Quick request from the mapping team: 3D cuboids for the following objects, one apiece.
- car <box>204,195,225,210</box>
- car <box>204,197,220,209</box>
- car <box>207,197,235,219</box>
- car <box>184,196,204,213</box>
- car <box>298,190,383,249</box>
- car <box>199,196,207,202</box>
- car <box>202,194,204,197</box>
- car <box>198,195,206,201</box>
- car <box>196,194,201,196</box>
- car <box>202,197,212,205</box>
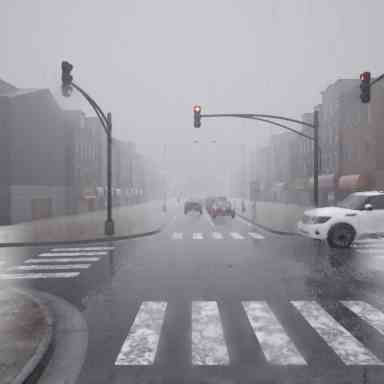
[{"bbox_3d":[2.696,1.356,35.113,2.192,1.841,5.009,-1,0,0],"label":"car"},{"bbox_3d":[2.718,1.509,45.918,1.967,1.590,4.097,-1,0,0],"label":"car"},{"bbox_3d":[2.687,1.470,29.711,1.967,1.590,4.097,-1,0,0],"label":"car"},{"bbox_3d":[0.150,1.550,36.851,1.837,1.490,4.892,0,0,0],"label":"car"},{"bbox_3d":[7.049,0.970,12.855,5.566,2.045,2.150,-1,0,0],"label":"car"},{"bbox_3d":[2.793,1.792,83.734,1.802,1.307,4.206,-1,0,0],"label":"car"},{"bbox_3d":[2.706,1.370,40.516,2.192,1.841,5.009,-1,0,0],"label":"car"},{"bbox_3d":[2.812,1.702,94.540,1.967,1.590,4.097,-1,0,0],"label":"car"},{"bbox_3d":[0.173,1.624,60.861,1.837,1.490,4.892,0,0,1],"label":"car"},{"bbox_3d":[2.751,1.648,62.295,1.752,1.417,4.829,-1,0,0],"label":"car"}]
